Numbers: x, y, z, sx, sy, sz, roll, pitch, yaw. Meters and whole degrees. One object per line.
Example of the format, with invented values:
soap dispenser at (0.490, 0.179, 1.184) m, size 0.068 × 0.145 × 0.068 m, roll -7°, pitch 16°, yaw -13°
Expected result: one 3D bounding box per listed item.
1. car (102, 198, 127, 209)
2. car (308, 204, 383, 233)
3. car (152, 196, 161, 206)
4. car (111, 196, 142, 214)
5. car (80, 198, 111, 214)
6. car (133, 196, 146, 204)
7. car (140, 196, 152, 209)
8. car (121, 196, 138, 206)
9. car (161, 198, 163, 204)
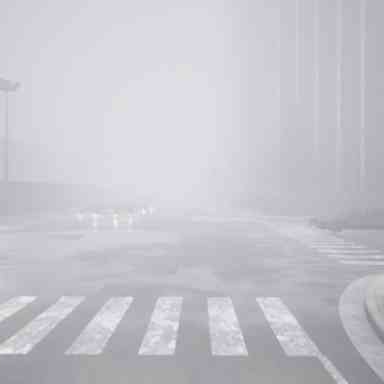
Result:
car at (-10.368, 1.498, 45.043) m, size 2.033 × 1.411 × 5.357 m, roll 0°, pitch 0°, yaw 0°
car at (9.659, 1.582, 19.381) m, size 5.357 × 1.411 × 2.033 m, roll 0°, pitch 0°, yaw -1°
car at (-6.790, 1.433, 53.955) m, size 2.128 × 1.511 × 4.902 m, roll 0°, pitch 0°, yaw 1°
car at (-6.918, 1.487, 35.447) m, size 1.812 × 1.442 × 4.674 m, roll 0°, pitch 0°, yaw 0°
car at (-10.418, 1.487, 35.463) m, size 1.812 × 1.442 × 4.674 m, roll 0°, pitch 0°, yaw 0°
car at (-10.174, 1.455, 64.942) m, size 1.812 × 1.442 × 4.674 m, roll 0°, pitch 0°, yaw 0°
car at (-6.867, 1.477, 44.427) m, size 1.812 × 1.442 × 4.674 m, roll 0°, pitch 0°, yaw 0°
car at (-10.274, 1.418, 54.895) m, size 1.882 × 1.535 × 5.008 m, roll 0°, pitch 0°, yaw 1°
car at (-6.681, 1.494, 63.674) m, size 1.994 × 1.385 × 4.181 m, roll 0°, pitch 0°, yaw 0°
